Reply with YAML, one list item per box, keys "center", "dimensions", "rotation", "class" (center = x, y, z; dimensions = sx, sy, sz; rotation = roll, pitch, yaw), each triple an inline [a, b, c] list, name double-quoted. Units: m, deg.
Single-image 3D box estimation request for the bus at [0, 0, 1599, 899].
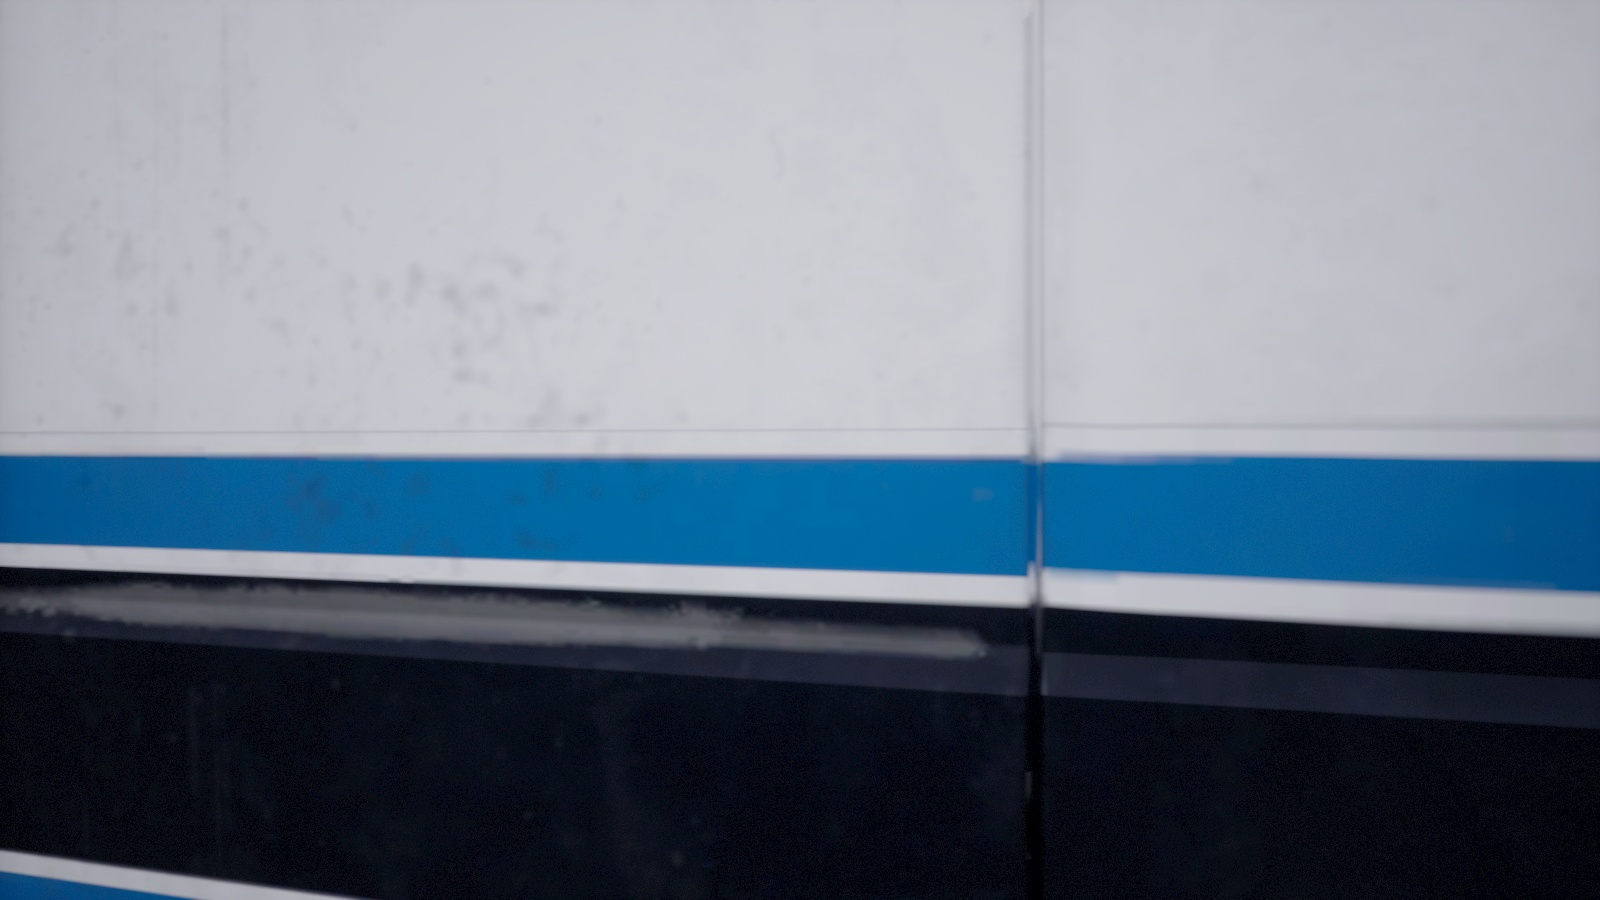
- center: [0.079, -0.600, 3.148]
  dimensions: [10.273, 4.253, 3.944]
  rotation: [1, 1, 19]
  class: "bus"
